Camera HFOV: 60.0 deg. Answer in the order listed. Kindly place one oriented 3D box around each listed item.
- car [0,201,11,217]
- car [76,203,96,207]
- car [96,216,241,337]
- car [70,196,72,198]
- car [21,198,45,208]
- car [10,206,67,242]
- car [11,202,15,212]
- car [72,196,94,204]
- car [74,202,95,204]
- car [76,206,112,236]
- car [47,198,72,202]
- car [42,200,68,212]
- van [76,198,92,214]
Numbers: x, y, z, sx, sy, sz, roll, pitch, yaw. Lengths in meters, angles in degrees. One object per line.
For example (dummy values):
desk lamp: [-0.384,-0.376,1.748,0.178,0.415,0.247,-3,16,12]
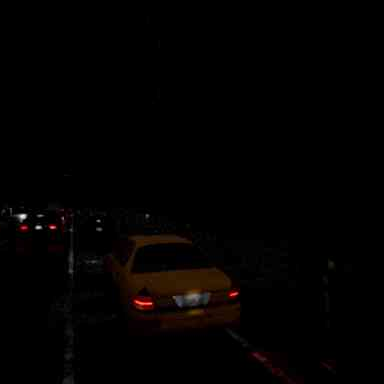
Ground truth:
car: [-19.189,1.811,31.991,1.947,1.339,4.313,1,-1,-20]
car: [-7.425,1.769,24.494,2.008,1.369,4.403,1,-1,-20]
car: [-0.855,1.528,7.123,1.801,1.575,5.366,0,-1,-20]
car: [-28.191,2.168,81.277,1.967,1.590,4.097,0,-1,-21]
car: [-19.327,1.834,40.201,1.837,1.490,4.892,0,-1,-19]
car: [-7.844,1.694,17.520,2.033,1.411,5.357,0,-1,-20]
car: [-21.062,1.730,37.189,1.967,1.590,4.097,1,-1,-20]
car: [-11.169,1.622,34.890,2.192,1.841,5.009,1,-1,-20]
car: [-9.298,1.828,29.690,1.947,1.339,4.313,1,-1,-20]
car: [-5.553,1.724,19.298,2.008,1.369,4.403,1,-1,-20]
car: [-16.775,1.849,42.272,2.128,1.511,4.902,0,-1,-19]
car: [-13.461,1.802,32.813,1.812,1.442,4.674,0,-1,-20]
van: [-13.042,1.692,40.086,1.690,1.788,3.998,1,-1,-20]
